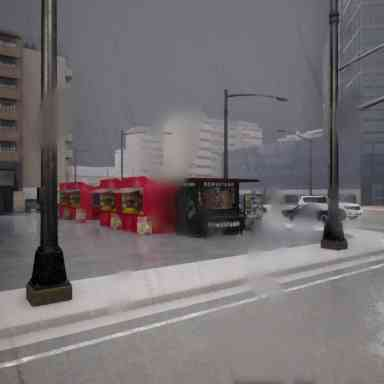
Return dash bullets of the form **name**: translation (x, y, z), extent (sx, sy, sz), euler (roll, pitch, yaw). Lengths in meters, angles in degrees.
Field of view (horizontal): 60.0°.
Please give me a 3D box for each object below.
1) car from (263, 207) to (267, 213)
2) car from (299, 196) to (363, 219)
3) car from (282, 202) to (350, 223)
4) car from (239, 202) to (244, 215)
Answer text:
- **car**: translation (5.984, 1.789, 37.717), extent (2.033, 1.411, 5.357), euler (0, -1, -36)
- **car**: translation (12.005, 1.339, 29.426), extent (2.150, 2.045, 5.566), euler (0, -1, -36)
- **car**: translation (9.676, 1.707, 26.696), extent (1.895, 1.301, 4.718), euler (0, -1, -37)
- **car**: translation (3.994, 1.769, 34.494), extent (2.033, 1.411, 5.357), euler (0, -1, -37)
